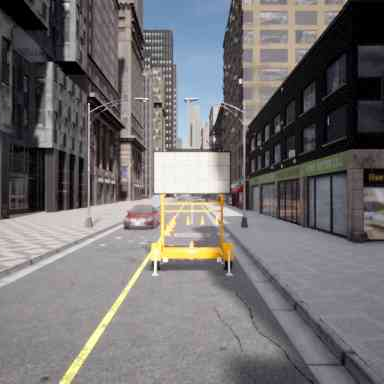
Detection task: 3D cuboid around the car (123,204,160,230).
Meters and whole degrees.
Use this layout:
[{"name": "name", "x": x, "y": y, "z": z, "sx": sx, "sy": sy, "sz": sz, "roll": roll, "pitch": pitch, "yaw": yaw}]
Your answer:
[{"name": "car", "x": -3.098, "y": 1.537, "z": 21.253, "sx": 1.812, "sy": 1.442, "sz": 4.674, "roll": 0, "pitch": 0, "yaw": 0}]

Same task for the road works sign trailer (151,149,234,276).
[{"name": "road works sign trailer", "x": 0.007, "y": 0.467, "z": 10.360, "sx": 2.380, "sy": 3.560, "sz": 2.880, "roll": 0, "pitch": 0, "yaw": 0}]

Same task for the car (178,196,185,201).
[{"name": "car", "x": -2.984, "y": 1.844, "z": 93.378, "sx": 2.033, "sy": 1.411, "sz": 5.357, "roll": 0, "pitch": -1, "yaw": 0}]
